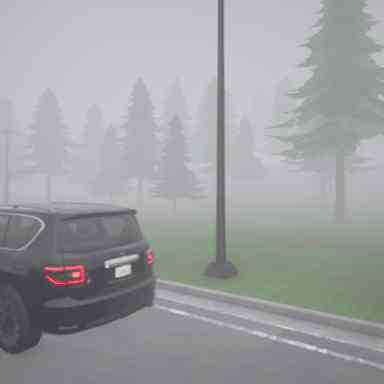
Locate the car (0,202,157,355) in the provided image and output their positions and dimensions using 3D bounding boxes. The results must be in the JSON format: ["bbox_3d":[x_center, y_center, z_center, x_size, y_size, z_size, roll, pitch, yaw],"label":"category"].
[{"bbox_3d":[-3.208,1.217,6.304,5.566,2.045,2.150,0,0,34],"label":"car"}]
